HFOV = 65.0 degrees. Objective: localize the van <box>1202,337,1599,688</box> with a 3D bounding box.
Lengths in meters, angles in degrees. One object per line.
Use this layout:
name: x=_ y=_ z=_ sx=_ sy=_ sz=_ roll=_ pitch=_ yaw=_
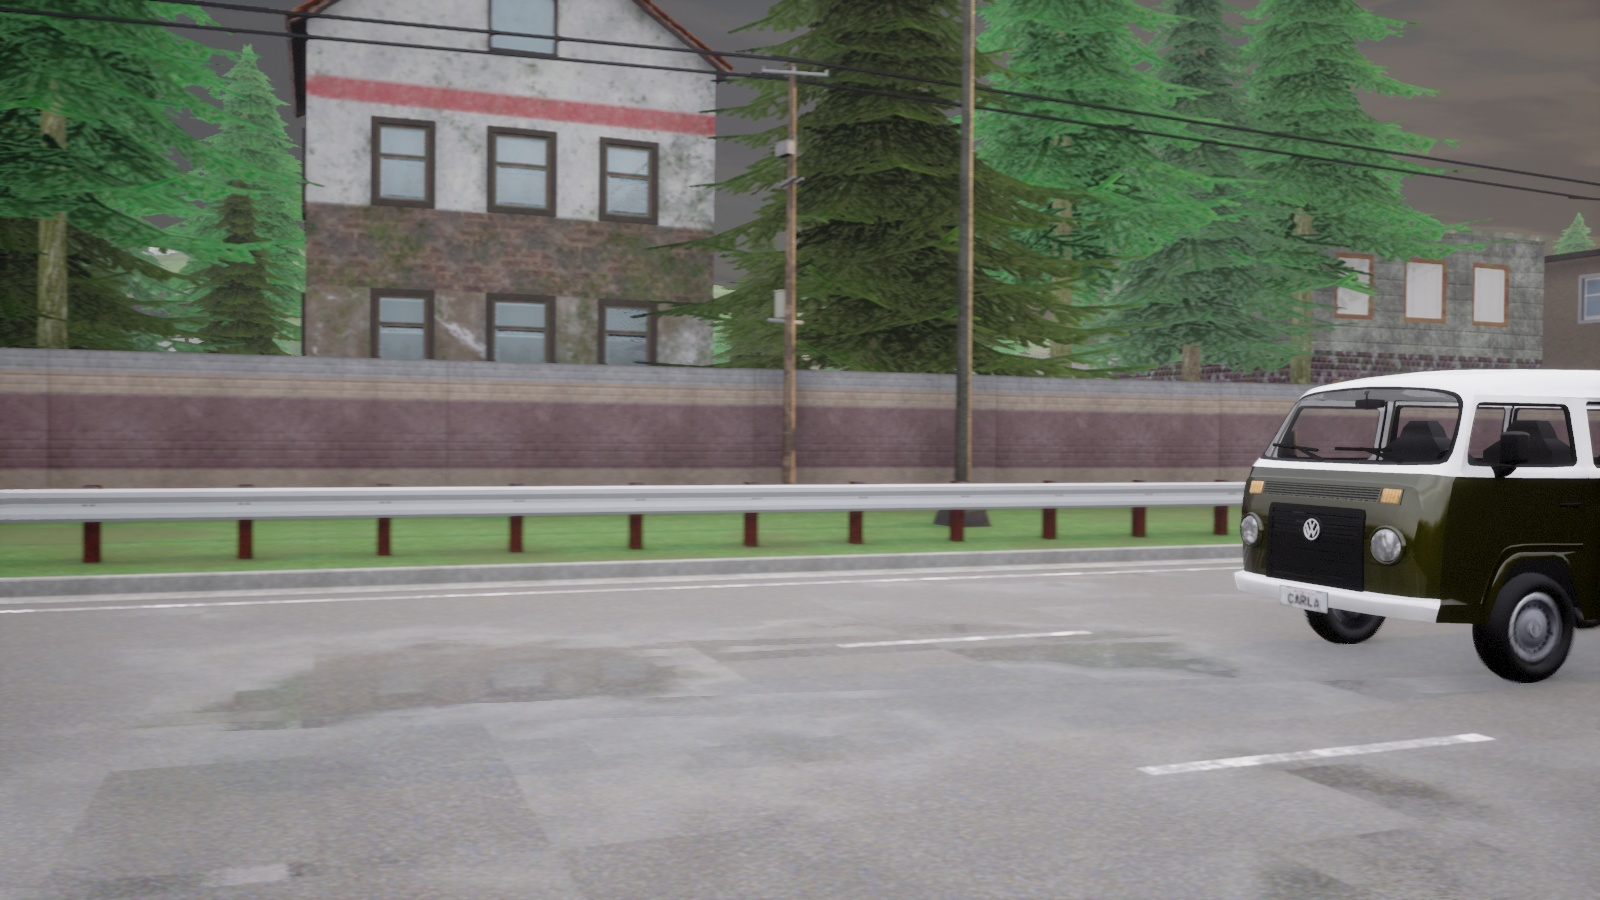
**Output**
van: x=5.413 y=0.316 z=9.034 sx=4.480 sy=2.038 sz=2.069 roll=-1 pitch=1 yaw=-21
